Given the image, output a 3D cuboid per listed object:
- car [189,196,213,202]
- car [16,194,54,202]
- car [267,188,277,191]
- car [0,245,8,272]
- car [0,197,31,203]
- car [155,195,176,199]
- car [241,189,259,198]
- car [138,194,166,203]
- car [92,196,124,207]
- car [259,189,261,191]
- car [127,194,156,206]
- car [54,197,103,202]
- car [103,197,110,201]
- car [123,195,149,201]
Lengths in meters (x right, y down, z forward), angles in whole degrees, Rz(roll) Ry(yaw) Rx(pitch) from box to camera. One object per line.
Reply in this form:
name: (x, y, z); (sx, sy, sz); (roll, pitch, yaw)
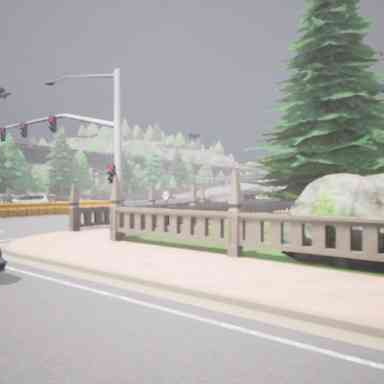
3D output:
car: (1.438, 1.373, 51.348); (1.837, 1.490, 4.892); (0, 2, 36)
car: (-20.011, 1.315, 39.835); (2.150, 2.045, 5.566); (0, 0, 36)
car: (16.111, -0.186, 65.847); (1.994, 1.385, 4.181); (0, 6, 36)
car: (-7.140, 1.574, 9.142); (5.357, 1.411, 2.033); (0, 0, 36)
car: (-19.767, 1.577, 34.199); (2.128, 1.511, 4.902); (0, 0, 36)
car: (-4.459, 1.372, 55.434); (2.128, 1.511, 4.902); (0, 2, 36)
car: (8.415, 0.690, 55.088); (2.150, 2.045, 5.566); (0, 4, 36)
car: (-7.499, 1.229, 63.151); (2.033, 1.411, 5.357); (0, 3, 36)
car: (-13.727, 1.556, 54.541); (2.128, 1.511, 4.902); (0, 1, 36)
car: (12.627, -0.267, 66.994); (2.097, 1.767, 4.553); (0, 6, 36)
car: (-8.417, 1.308, 55.933); (2.097, 1.767, 4.553); (0, 2, 36)
car: (-14.201, 1.562, 41.901); (1.882, 1.535, 5.008); (0, 0, 36)
car: (-14.332, 1.444, 47.703); (2.097, 1.767, 4.553); (0, 0, 35)
car: (-8.844, 1.417, 49.341); (2.097, 1.767, 4.553); (0, 0, 36)
